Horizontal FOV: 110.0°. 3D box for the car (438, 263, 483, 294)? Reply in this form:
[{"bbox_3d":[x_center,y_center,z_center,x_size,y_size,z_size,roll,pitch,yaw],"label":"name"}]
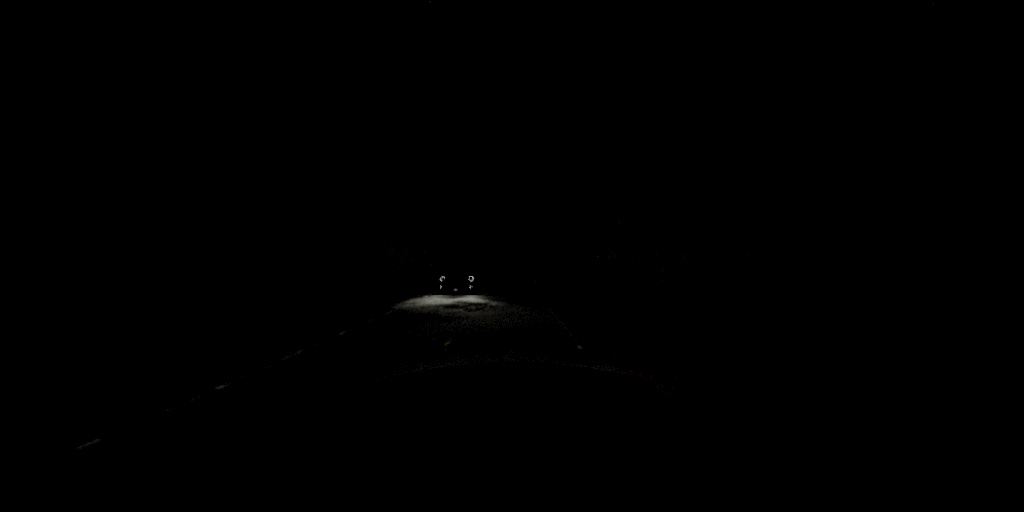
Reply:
[{"bbox_3d":[-2.947,1.233,21.332,2.097,1.767,4.553,0,0,2],"label":"car"}]
